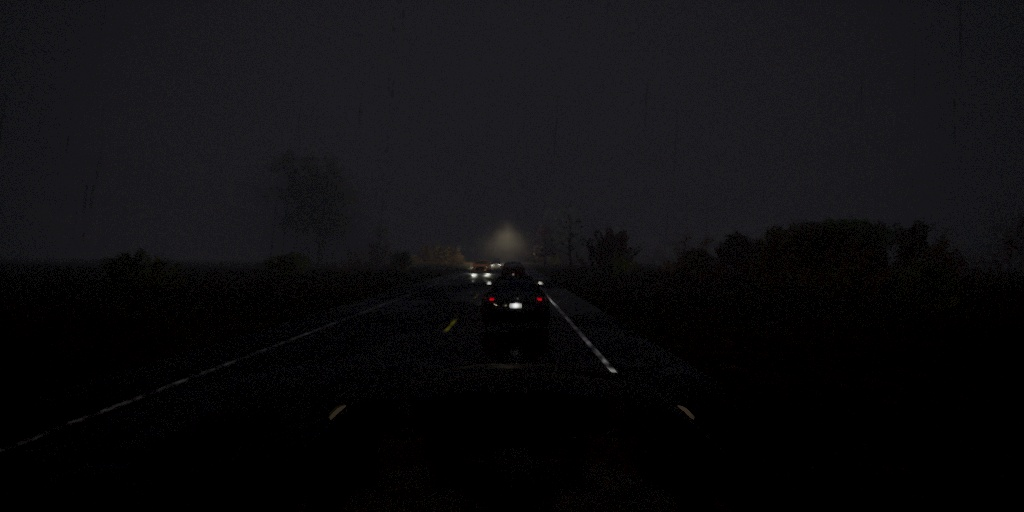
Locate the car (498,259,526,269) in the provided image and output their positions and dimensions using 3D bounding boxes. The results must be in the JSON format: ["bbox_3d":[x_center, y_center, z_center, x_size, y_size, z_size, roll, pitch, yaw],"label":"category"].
[{"bbox_3d":[0.095,1.193,29.110,1.882,1.535,5.008,0,0,0],"label":"car"}]

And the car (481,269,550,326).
[{"bbox_3d":[0.098,1.302,11.646,1.994,1.385,4.181,0,0,0],"label":"car"}]

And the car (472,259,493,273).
[{"bbox_3d":[-3.595,1.174,42.547,1.882,1.535,5.008,0,0,0],"label":"car"}]
